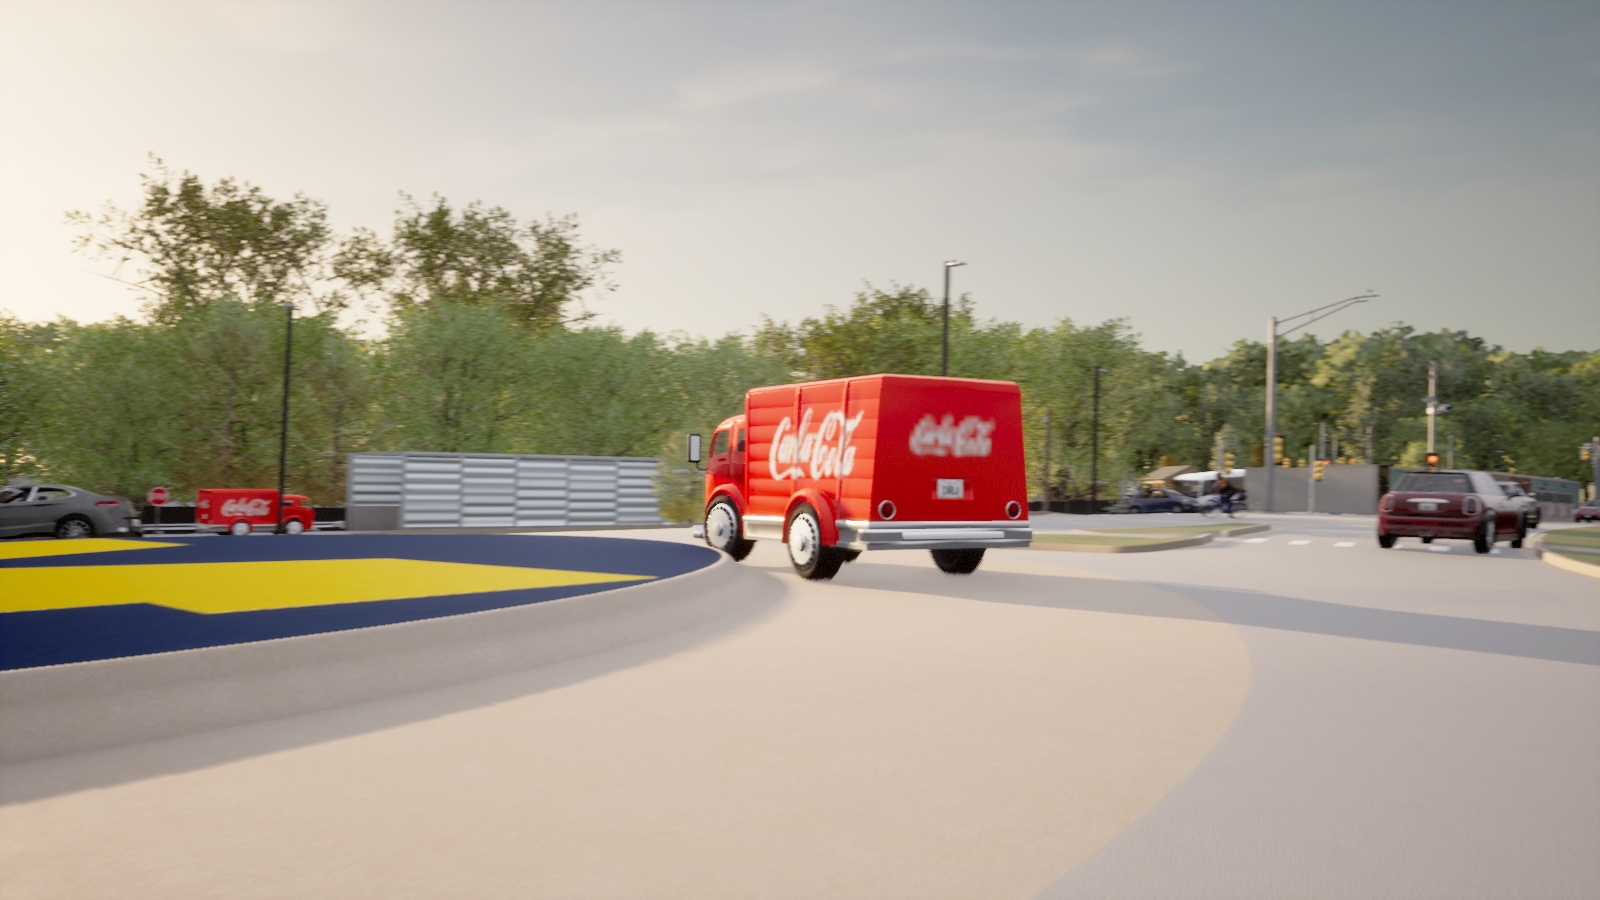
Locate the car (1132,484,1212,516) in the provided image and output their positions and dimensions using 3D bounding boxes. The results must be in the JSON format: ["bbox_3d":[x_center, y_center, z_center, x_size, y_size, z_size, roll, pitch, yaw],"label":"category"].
[{"bbox_3d":[21.385,2.896,72.260,1.851,1.617,3.988,4,-7,-43],"label":"car"}]

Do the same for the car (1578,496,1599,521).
[{"bbox_3d":[50.947,3.748,79.725,3.633,1.501,1.845,3,-3,-44],"label":"car"}]

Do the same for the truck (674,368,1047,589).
[{"bbox_3d":[0.581,0.397,16.927,2.627,2.467,5.204,1,-2,-30],"label":"truck"}]

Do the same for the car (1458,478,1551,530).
[{"bbox_3d":[21.568,1.605,38.366,1.816,1.474,4.193,0,-1,39],"label":"car"}]

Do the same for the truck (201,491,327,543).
[{"bbox_3d":[-26.901,3.308,63.129,5.204,2.467,2.627,2,-1,-42],"label":"truck"}]

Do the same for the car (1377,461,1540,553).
[{"bbox_3d":[14.119,1.160,26.801,2.097,1.767,4.553,0,-1,41],"label":"car"}]

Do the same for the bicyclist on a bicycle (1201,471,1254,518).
[{"bbox_3d":[14.806,1.541,43.479,1.656,1.620,0.582,1,-1,-10],"label":"bicyclist on a bicycle"}]

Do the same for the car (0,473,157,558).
[{"bbox_3d":[-18.075,1.591,29.318,5.027,1.651,2.152,-2,-7,-10],"label":"car"}]
